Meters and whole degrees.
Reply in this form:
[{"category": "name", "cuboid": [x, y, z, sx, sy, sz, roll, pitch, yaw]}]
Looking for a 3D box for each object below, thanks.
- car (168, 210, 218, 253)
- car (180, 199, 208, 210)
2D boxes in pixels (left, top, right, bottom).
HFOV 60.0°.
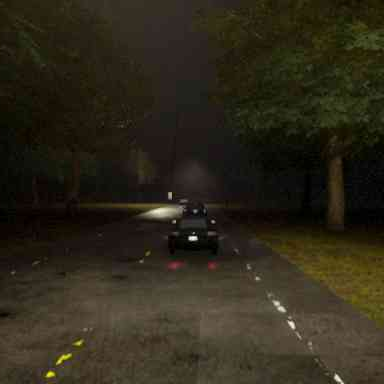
[{"category": "car", "cuboid": [0.069, 1.703, 14.271, 1.994, 1.385, 4.181, 0, -1, 1]}, {"category": "car", "cuboid": [0.306, 1.638, 29.045, 2.097, 1.767, 4.553, 0, -1, 1]}]
